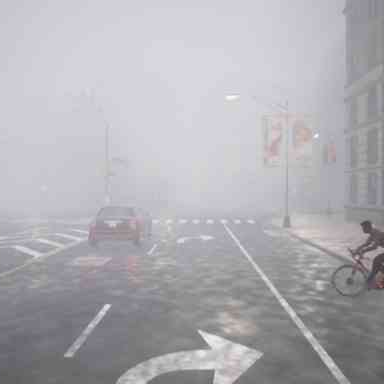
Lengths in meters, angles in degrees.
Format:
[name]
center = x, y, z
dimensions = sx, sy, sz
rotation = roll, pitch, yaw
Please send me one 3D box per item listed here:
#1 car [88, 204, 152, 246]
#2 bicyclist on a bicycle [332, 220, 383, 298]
[car]
center = -3.121, 1.331, 15.368
dimensions = 2.097, 1.767, 4.553
rotation = 0, 0, 1
[bicyclist on a bicycle]
center = 3.753, 1.413, 6.805
dimensions = 1.656, 1.620, 0.582
rotation = 0, -1, 17
